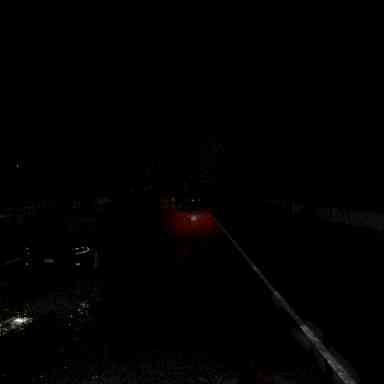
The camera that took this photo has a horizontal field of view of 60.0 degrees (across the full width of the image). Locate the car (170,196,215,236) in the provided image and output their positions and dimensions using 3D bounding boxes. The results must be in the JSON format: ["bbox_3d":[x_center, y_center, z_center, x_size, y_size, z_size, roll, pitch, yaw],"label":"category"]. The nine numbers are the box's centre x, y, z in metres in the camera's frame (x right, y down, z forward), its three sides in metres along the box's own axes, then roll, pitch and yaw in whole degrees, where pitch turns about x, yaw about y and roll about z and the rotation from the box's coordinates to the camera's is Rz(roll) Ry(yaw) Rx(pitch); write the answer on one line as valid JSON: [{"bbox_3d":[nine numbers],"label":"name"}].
[{"bbox_3d":[0.097,1.303,18.322,2.097,1.767,4.553,0,0,0],"label":"car"}]

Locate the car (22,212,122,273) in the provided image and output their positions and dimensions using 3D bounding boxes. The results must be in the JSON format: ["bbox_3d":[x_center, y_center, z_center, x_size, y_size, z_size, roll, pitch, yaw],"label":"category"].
[{"bbox_3d":[-3.601,1.458,10.868,1.882,1.535,5.008,0,0,0],"label":"car"}]

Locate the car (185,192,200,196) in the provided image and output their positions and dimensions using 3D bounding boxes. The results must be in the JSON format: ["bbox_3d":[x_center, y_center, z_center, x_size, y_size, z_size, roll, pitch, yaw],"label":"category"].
[{"bbox_3d":[0.095,1.049,41.014,2.150,2.045,5.566,0,0,0],"label":"car"}]

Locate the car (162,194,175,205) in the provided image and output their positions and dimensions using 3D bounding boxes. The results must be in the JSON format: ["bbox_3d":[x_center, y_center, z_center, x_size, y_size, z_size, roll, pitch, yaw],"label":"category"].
[{"bbox_3d":[-3.568,1.111,53.403,2.097,1.767,4.553,0,0,0],"label":"car"}]
